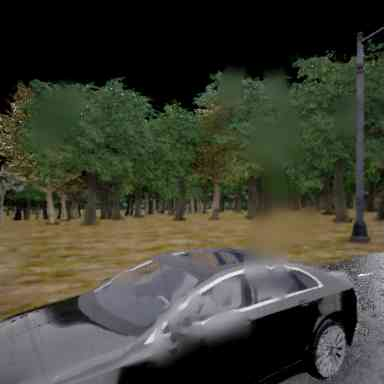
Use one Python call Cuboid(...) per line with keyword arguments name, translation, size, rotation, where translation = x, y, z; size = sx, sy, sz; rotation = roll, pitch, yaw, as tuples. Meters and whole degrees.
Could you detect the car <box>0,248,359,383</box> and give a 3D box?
Cuboid(name="car", translation=(0.029, 1.514, 3.964), size=(4.902, 1.511, 2.128), rotation=(0, 0, -35))
